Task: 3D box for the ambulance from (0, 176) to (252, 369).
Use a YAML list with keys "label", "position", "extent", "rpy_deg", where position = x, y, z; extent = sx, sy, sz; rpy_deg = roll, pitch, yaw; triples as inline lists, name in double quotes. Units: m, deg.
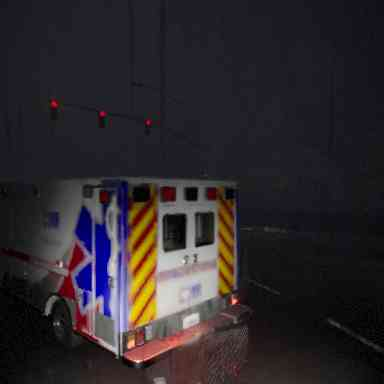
- label: "ambulance"
  position: [-2.131, 1.028, 6.443]
  extent: [6.366, 2.431, 2.351]
  rpy_deg: [0, 0, 43]
